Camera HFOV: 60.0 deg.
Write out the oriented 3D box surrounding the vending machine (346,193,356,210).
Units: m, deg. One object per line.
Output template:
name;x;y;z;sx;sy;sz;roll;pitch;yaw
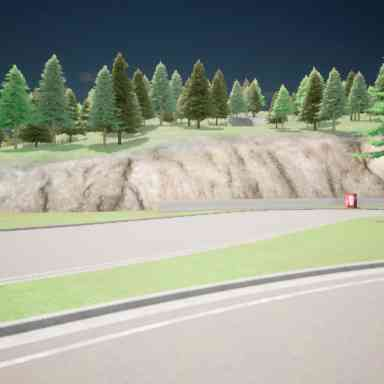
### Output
vending machine;20.494;1.175;42.798;0.880;2.100;1.100;0;0;6
